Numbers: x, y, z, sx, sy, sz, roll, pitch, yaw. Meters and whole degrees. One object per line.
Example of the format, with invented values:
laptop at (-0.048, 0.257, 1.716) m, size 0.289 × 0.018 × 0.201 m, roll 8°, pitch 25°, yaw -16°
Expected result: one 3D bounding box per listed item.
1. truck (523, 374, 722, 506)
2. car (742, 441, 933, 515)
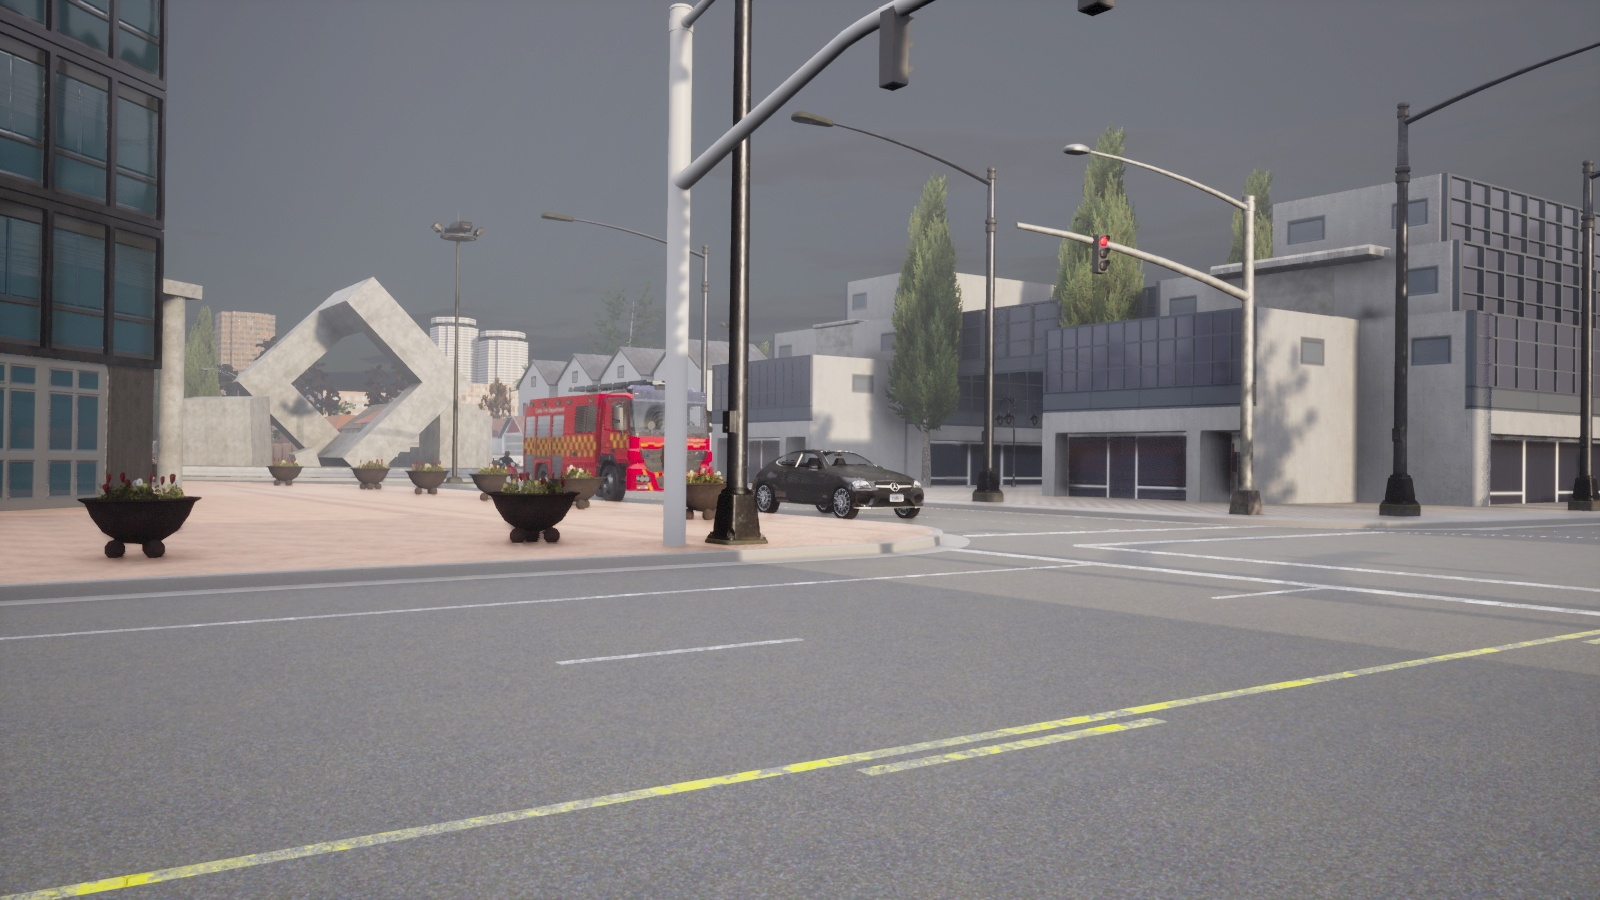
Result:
truck at (-5.982, -0.266, 40.798) m, size 2.891 × 3.827 × 8.468 m, roll 1°, pitch -1°, yaw -34°
car at (0.809, 0.645, 30.856) m, size 2.152 × 1.651 × 5.027 m, roll 1°, pitch -1°, yaw -34°
